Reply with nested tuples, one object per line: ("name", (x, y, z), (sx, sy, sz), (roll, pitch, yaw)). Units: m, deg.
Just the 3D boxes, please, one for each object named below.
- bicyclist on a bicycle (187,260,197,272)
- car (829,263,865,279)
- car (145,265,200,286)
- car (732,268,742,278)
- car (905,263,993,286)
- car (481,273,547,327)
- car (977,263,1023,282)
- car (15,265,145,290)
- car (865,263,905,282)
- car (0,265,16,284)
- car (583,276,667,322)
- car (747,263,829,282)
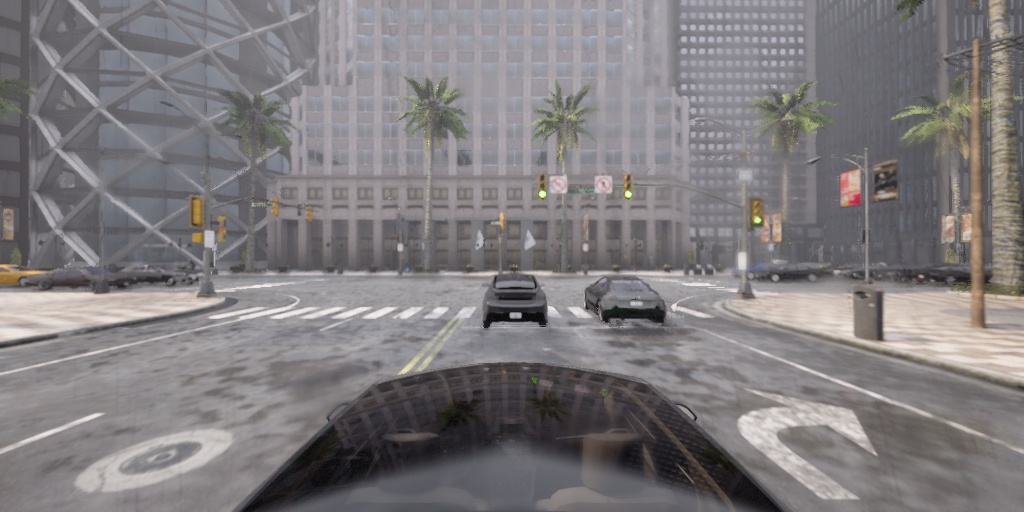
("bicyclist on a bicycle", (-35.754, 1.255, 40.088), (0.582, 1.620, 1.656), (0, 0, -12))
("car", (33.014, 1.411, 33.733), (4.902, 1.511, 2.128), (0, 0, 0))
("car", (-25.951, 1.373, 26.382), (4.902, 1.511, 2.128), (0, 0, -4))
("car", (23.441, 1.398, 33.762), (5.008, 1.535, 1.882), (0, 0, 0))
("car", (32.795, 1.359, 26.523), (5.008, 1.535, 1.882), (0, 0, 0))
("car", (0.052, 1.309, 11.784), (1.837, 1.490, 4.892), (0, 0, -1))
("car", (43.014, 1.392, 30.189), (4.902, 1.511, 2.128), (0, 0, 0))
("car", (-27.494, 1.411, 22.983), (5.357, 1.411, 2.033), (0, 0, -3))
("car", (33.049, 1.465, 30.235), (4.181, 1.385, 1.994), (0, 0, 0))
("car", (-35.177, 1.352, 24.938), (5.008, 1.535, 1.882), (0, 0, -19))
("car", (3.739, 1.372, 12.523), (1.994, 1.385, 4.181), (0, 0, 2))
("car", (23.180, 1.379, 30.263), (5.008, 1.535, 1.882), (0, 0, 0))
